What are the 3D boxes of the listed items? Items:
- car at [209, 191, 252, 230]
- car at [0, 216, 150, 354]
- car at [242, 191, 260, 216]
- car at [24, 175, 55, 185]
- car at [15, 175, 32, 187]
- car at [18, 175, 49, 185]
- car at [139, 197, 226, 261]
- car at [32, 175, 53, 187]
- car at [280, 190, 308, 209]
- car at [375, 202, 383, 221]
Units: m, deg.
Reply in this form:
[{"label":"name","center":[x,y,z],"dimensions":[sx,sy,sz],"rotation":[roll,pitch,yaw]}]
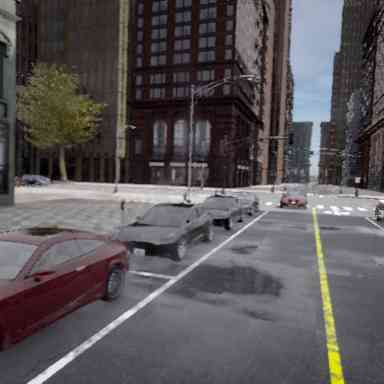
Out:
[{"label":"car","center":[1.335,0.841,15.508],"dimensions":[1.947,1.339,4.313],"rotation":[3,3,19]},{"label":"car","center":[-2.441,1.235,4.894],"dimensions":[1.802,1.307,4.206],"rotation":[3,3,19]},{"label":"car","center":[3.224,0.637,20.815],"dimensions":[2.008,1.369,4.403],"rotation":[3,3,19]},{"label":"car","center":[-26.330,-2.127,57.387],"dimensions":[4.892,1.490,1.837],"rotation":[3,3,19]},{"label":"car","center":[-25.222,-1.474,46.588],"dimensions":[4.181,1.385,1.994],"rotation":[3,3,20]},{"label":"car","center":[-25.636,-1.895,53.707],"dimensions":[4.674,1.442,1.812],"rotation":[3,3,20]},{"label":"car","center":[-0.553,1.029,10.200],"dimensions":[1.947,1.339,4.313],"rotation":[3,3,19]},{"label":"car","center":[-23.276,-1.767,49.341],"dimensions":[4.553,1.767,2.097],"rotation":[3,3,20]},{"label":"car","center":[8.200,0.554,26.561],"dimensions":[1.994,1.385,4.181],"rotation":[3,3,19]},{"label":"car","center":[11.254,0.950,17.971],"dimensions":[1.967,1.590,4.097],"rotation":[3,3,19]}]
